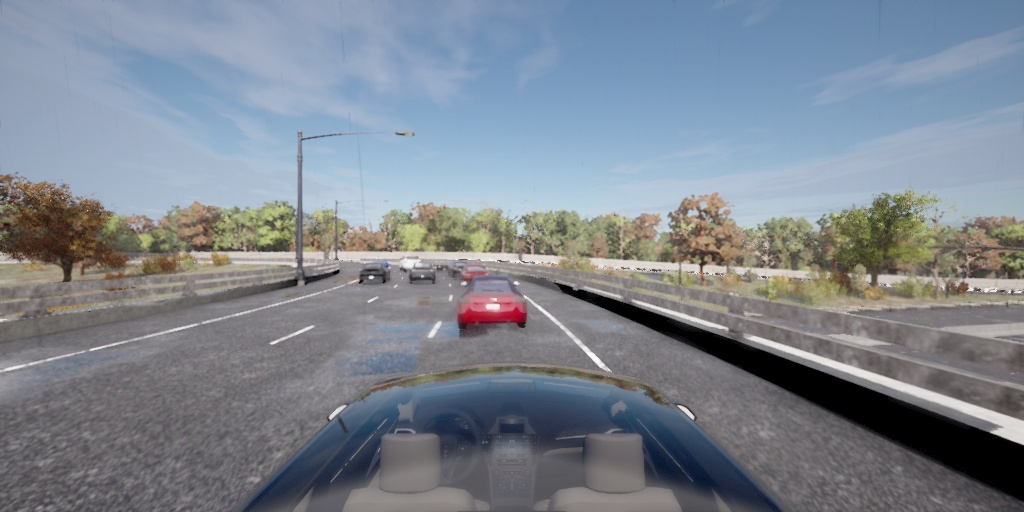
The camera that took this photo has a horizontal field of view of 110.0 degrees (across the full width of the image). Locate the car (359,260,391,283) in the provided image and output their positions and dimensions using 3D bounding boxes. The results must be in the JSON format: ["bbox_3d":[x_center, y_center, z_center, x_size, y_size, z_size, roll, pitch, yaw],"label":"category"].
[{"bbox_3d":[-10.413,1.230,27.385,1.837,1.490,4.892,0,1,-14],"label":"car"}]

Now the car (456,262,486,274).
[{"bbox_3d":[-2.463,1.250,23.426,1.812,1.442,4.674,0,0,-11],"label":"car"}]

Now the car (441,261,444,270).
[{"bbox_3d":[-8.927,1.302,44.938,1.895,1.301,4.718,0,0,-22],"label":"car"}]

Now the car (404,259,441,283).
[{"bbox_3d":[-6.775,1.215,27.264,2.128,1.511,4.902,0,0,-14],"label":"car"}]

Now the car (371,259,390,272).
[{"bbox_3d":[-16.641,1.183,45.156,1.882,1.535,5.008,0,-1,-24],"label":"car"}]

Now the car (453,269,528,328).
[{"bbox_3d":[-0.683,1.303,11.438,1.994,1.385,4.181,0,0,-5],"label":"car"}]

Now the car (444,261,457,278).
[{"bbox_3d":[-4.976,1.239,33.874,1.812,1.442,4.674,0,0,-16],"label":"car"}]

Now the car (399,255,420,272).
[{"bbox_3d":[-12.954,0.919,45.534,2.150,2.045,5.566,0,-1,-24],"label":"car"}]
